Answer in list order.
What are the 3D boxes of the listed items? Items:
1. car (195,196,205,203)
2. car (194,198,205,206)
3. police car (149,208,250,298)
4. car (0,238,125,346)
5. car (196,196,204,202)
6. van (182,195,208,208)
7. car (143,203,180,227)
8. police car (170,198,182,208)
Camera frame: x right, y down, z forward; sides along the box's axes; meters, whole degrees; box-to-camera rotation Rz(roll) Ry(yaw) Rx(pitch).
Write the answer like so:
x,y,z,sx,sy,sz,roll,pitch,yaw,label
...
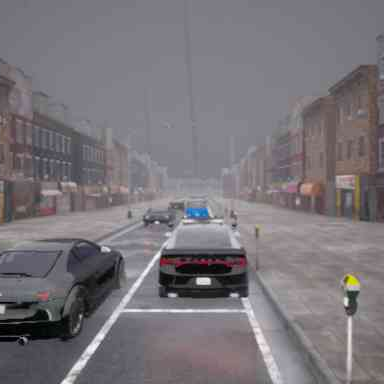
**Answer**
x,y,z,sx,sy,sz,roll,pitch,yaw,label
1.844,1.734,75.259,2.008,1.369,4.403,-2,0,2,car
1.360,1.724,58.668,1.802,1.307,4.206,-2,0,2,car
0.285,1.445,8.704,1.930,1.638,5.238,0,0,2,police car
-2.686,1.602,6.615,1.994,1.385,4.181,0,0,2,car
2.168,1.778,86.318,1.947,1.339,4.313,-2,0,2,car
0.383,1.404,25.488,1.690,1.788,3.998,-2,0,2,van
-2.186,1.678,23.700,1.895,1.301,4.718,0,0,2,car
-1.780,1.545,41.041,1.930,1.638,5.238,0,0,2,police car
